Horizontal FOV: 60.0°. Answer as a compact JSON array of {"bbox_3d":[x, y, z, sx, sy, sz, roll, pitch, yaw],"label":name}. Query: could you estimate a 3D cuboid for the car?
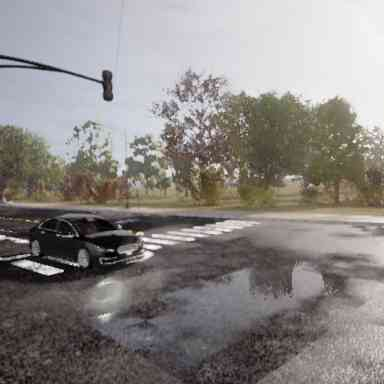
[{"bbox_3d":[-3.717,1.536,11.215,4.892,1.490,1.837,0,2,39],"label":"car"}]
